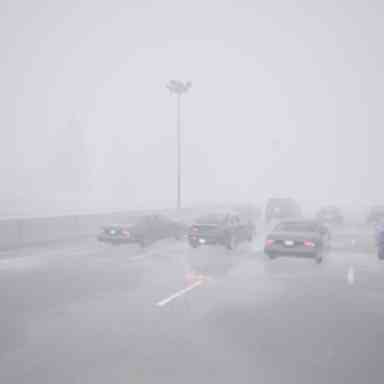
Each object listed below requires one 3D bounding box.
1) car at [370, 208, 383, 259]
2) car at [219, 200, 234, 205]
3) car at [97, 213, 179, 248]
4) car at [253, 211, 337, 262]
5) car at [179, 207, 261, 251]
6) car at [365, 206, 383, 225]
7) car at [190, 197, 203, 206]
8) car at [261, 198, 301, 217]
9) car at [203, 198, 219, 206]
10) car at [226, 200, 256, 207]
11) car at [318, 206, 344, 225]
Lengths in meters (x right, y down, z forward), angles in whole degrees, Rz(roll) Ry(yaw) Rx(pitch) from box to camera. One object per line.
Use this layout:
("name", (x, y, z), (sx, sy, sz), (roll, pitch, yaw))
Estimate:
("car", (8.093, 1.600, 12.732), (1.882, 1.535, 5.008), (0, 0, 27))
("car", (7.704, 2.224, 67.523), (1.994, 1.385, 4.181), (0, -1, 26))
("car", (-2.107, 1.708, 15.827), (2.033, 1.411, 5.357), (0, -1, 26))
("car", (4.169, 1.673, 12.726), (2.033, 1.411, 5.357), (0, -1, 26))
("car", (1.482, 1.659, 15.170), (1.837, 1.490, 4.892), (0, 0, 27))
("car", (14.555, 1.775, 25.880), (1.812, 1.442, 4.674), (0, 0, 27))
("car", (1.426, 2.059, 70.615), (2.097, 1.767, 4.553), (0, -1, 26))
("car", (7.665, 1.498, 27.768), (2.150, 2.045, 5.566), (0, 0, 26))
("car", (4.541, 2.281, 69.014), (1.895, 1.301, 4.718), (0, -1, 26))
("car", (4.954, 1.806, 30.160), (1.837, 1.490, 4.892), (0, 0, 27))
("car", (11.210, 1.828, 27.009), (1.994, 1.385, 4.181), (0, -1, 26))
